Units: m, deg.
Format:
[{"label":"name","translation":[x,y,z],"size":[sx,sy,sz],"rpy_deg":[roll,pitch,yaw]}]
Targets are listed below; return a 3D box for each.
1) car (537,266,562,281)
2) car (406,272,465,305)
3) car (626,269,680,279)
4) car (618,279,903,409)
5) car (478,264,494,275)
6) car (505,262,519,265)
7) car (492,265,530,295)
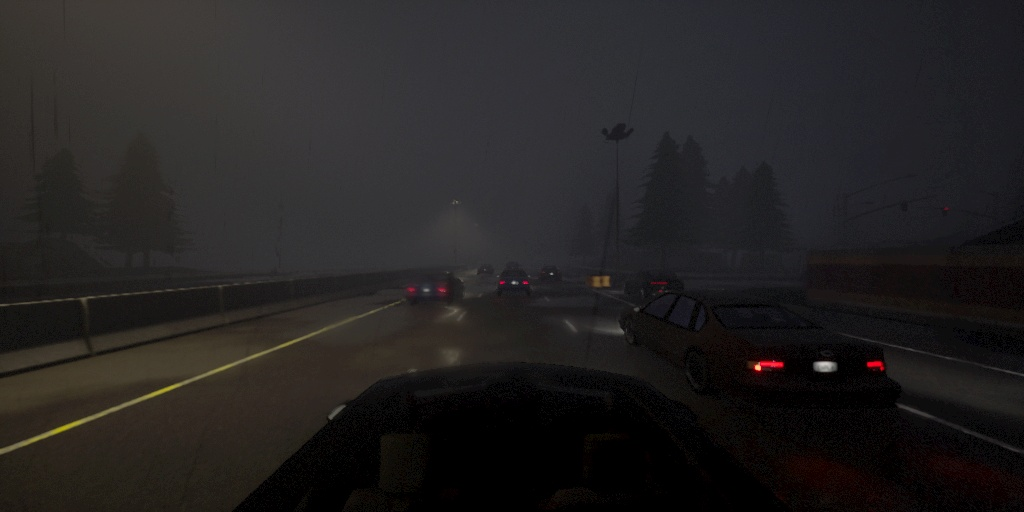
[{"label":"car","translation":[3.593,1.614,34.716],"size":[1.994,1.385,4.181],"rpy_deg":[0,0,0]},{"label":"car","translation":[-3.404,1.434,16.781],"size":[2.033,1.411,5.357],"rpy_deg":[0,0,0]},{"label":"car","translation":[7.186,1.408,18.465],"size":[1.837,1.490,4.892],"rpy_deg":[-1,-1,3]},{"label":"car","translation":[3.597,1.343,6.630],"size":[2.033,1.411,5.357],"rpy_deg":[0,0,0]},{"label":"car","translation":[-3.407,1.729,47.370],"size":[1.994,1.385,4.181],"rpy_deg":[0,0,0]},{"label":"car","translation":[0.090,1.518,47.531],"size":[2.097,1.767,4.553],"rpy_deg":[0,-1,0]},{"label":"car","translation":[0.097,1.476,21.316],"size":[2.033,1.411,5.357],"rpy_deg":[0,0,0]}]
